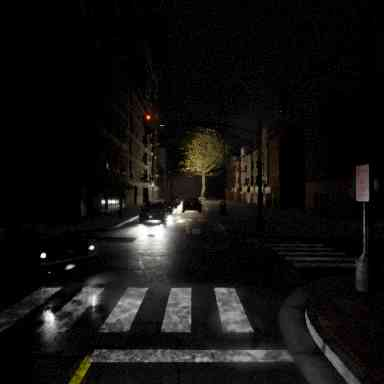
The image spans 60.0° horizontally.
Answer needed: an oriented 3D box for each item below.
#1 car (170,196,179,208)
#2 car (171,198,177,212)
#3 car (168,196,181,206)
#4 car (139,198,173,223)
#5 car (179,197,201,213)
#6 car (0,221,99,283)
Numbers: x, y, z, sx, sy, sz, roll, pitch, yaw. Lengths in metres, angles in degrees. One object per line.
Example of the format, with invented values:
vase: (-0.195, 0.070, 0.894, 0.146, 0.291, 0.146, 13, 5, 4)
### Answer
car: (-2.917, 1.550, 44.139, 1.994, 1.385, 4.181, 0, 0, 0)
car: (-2.928, 1.589, 34.953, 1.895, 1.301, 4.718, 0, 0, 0)
car: (-2.876, 1.492, 54.463, 1.837, 1.490, 4.892, 0, 0, 0)
car: (-2.904, 1.483, 25.743, 2.128, 1.511, 4.902, 0, 0, 0)
car: (-0.009, 1.339, 37.553, 2.097, 1.767, 4.553, 0, 0, 0)
car: (-4.933, 1.579, 9.763, 4.718, 1.301, 1.895, 1, 0, 34)
